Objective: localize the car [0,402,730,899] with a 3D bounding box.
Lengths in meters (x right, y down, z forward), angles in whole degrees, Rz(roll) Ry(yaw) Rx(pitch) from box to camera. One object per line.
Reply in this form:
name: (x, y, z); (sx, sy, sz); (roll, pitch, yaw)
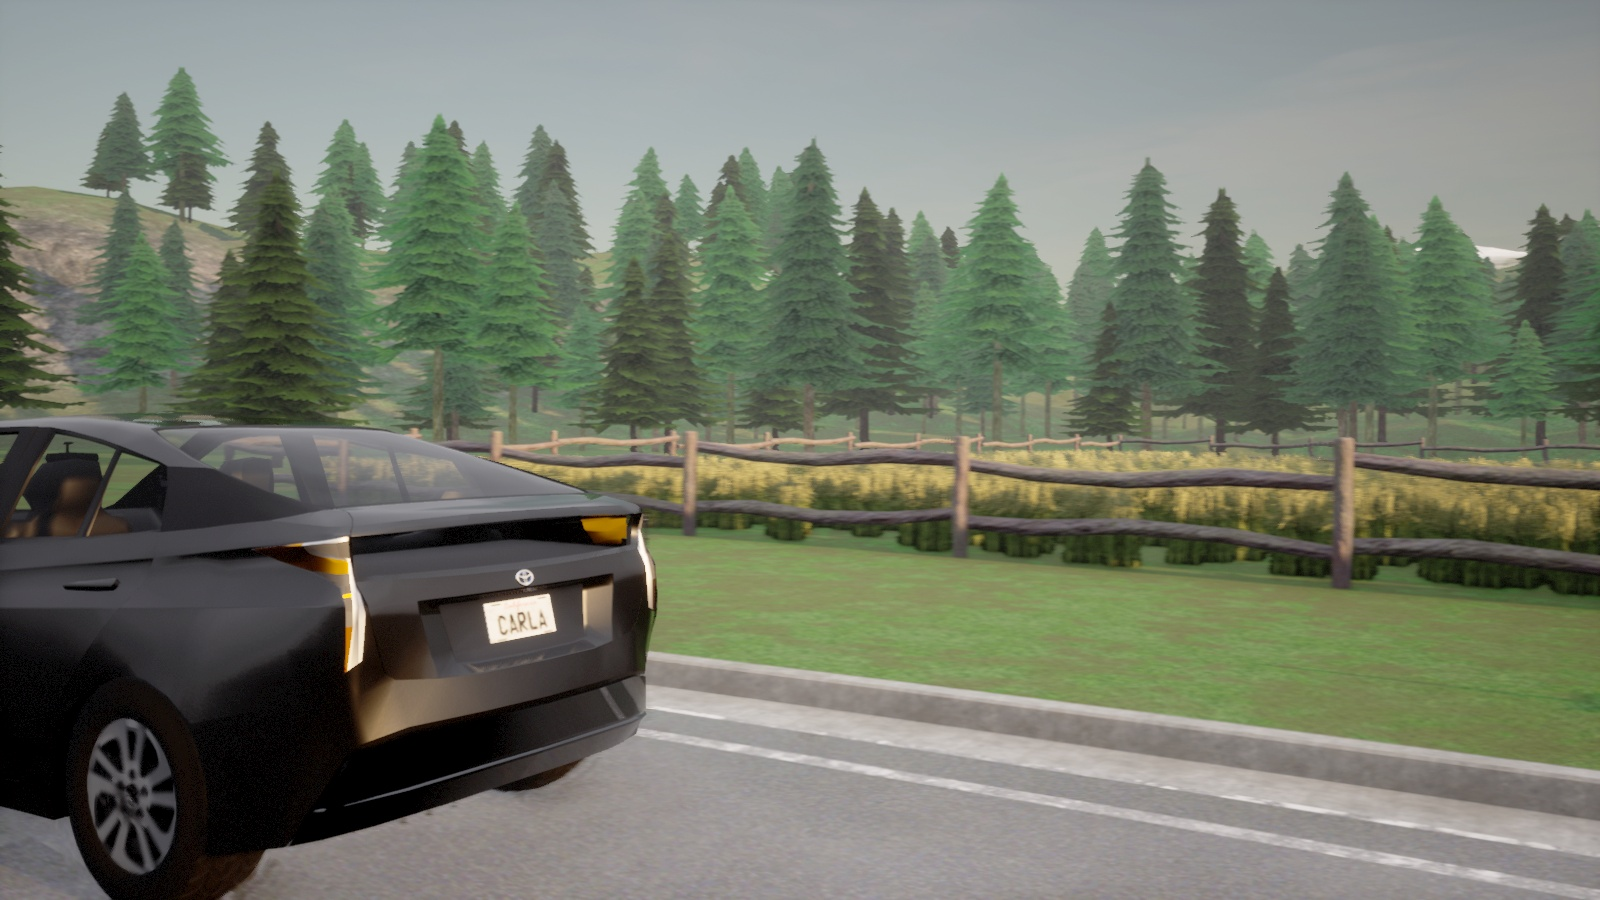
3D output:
car: (-2.735, 0.621, 5.199); (4.514, 1.525, 2.007); (0, 1, 31)
